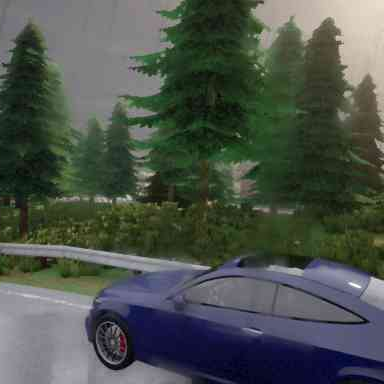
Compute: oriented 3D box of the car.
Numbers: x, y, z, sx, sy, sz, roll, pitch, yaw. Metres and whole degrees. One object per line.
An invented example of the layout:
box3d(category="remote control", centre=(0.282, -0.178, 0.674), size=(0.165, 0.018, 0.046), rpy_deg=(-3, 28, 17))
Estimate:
box3d(category="car", centre=(0.788, 1.499, 4.077), size=(4.674, 1.442, 1.812), rpy_deg=(1, 1, 31))
